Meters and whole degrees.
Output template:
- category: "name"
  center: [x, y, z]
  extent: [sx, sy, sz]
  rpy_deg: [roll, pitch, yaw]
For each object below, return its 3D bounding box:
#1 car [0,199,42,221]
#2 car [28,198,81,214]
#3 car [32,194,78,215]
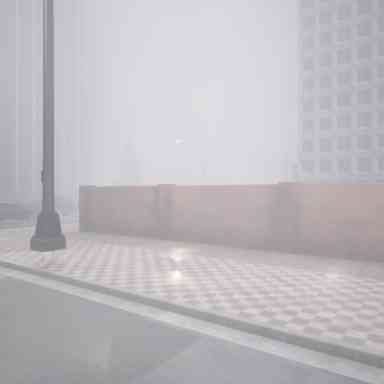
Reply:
- category: "car"
  center: [-13.710, 1.505, 24.720]
  extent: [1.837, 1.490, 4.892]
  rpy_deg: [0, 0, 35]
- category: "car"
  center: [-14.696, 1.478, 35.842]
  extent: [1.882, 1.535, 5.008]
  rpy_deg: [0, 0, 35]
- category: "car"
  center: [-13.736, 1.221, 31.121]
  extent: [2.150, 2.045, 5.566]
  rpy_deg: [0, 0, 35]
